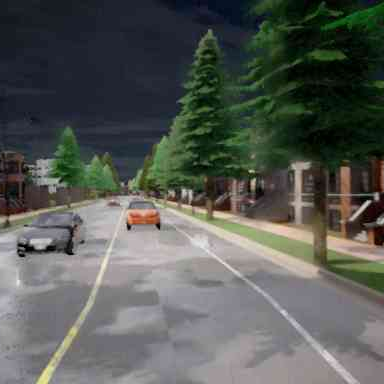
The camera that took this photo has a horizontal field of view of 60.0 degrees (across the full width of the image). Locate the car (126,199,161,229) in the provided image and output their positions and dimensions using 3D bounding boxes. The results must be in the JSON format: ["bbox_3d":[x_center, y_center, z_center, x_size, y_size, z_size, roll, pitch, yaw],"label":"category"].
[{"bbox_3d":[-3.266,1.391,22.099,2.097,1.767,4.553,0,0,-10],"label":"car"}]

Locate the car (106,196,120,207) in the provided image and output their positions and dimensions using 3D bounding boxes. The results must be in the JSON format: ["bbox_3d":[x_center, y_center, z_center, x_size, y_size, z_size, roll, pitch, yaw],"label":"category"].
[{"bbox_3d":[-12.862,1.491,54.301,2.097,1.767,4.553,0,0,-10],"label":"car"}]

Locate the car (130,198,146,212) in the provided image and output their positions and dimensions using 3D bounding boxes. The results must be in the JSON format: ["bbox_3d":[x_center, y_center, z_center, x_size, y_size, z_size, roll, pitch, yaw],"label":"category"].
[{"bbox_3d":[-6.705,1.584,40.984,1.837,1.490,4.892,0,0,-10],"label":"car"}]

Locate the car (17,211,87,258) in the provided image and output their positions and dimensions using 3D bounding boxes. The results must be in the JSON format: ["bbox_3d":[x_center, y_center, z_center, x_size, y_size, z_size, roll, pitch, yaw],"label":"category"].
[{"bbox_3d":[-5.386,1.544,13.273,2.128,1.511,4.902,0,0,-10],"label":"car"}]
